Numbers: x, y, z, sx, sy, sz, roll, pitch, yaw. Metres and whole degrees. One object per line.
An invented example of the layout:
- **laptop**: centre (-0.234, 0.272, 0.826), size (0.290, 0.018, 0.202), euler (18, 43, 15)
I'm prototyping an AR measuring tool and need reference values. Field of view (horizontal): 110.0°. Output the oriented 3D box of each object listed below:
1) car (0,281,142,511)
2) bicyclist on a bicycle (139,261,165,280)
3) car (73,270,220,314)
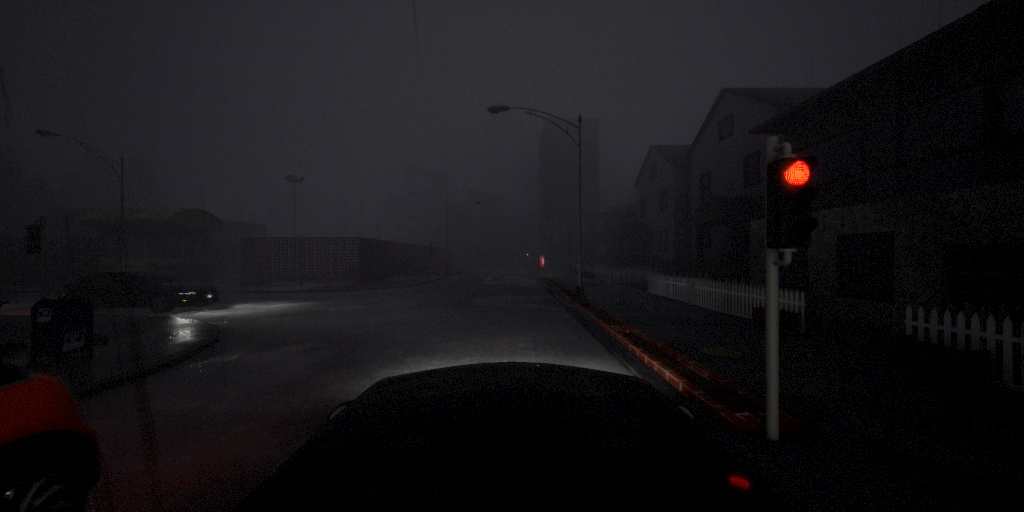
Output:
- **car**: centre (-4.018, 1.102, 0.567), size (2.097, 1.767, 4.553), euler (0, 0, 1)
- **bicyclist on a bicycle**: centre (-21.736, 1.099, 21.663), size (0.582, 1.620, 1.656), euler (0, 0, 0)
- **car**: centre (-13.618, 1.255, 13.262), size (4.892, 1.490, 1.837), euler (0, 0, 0)
